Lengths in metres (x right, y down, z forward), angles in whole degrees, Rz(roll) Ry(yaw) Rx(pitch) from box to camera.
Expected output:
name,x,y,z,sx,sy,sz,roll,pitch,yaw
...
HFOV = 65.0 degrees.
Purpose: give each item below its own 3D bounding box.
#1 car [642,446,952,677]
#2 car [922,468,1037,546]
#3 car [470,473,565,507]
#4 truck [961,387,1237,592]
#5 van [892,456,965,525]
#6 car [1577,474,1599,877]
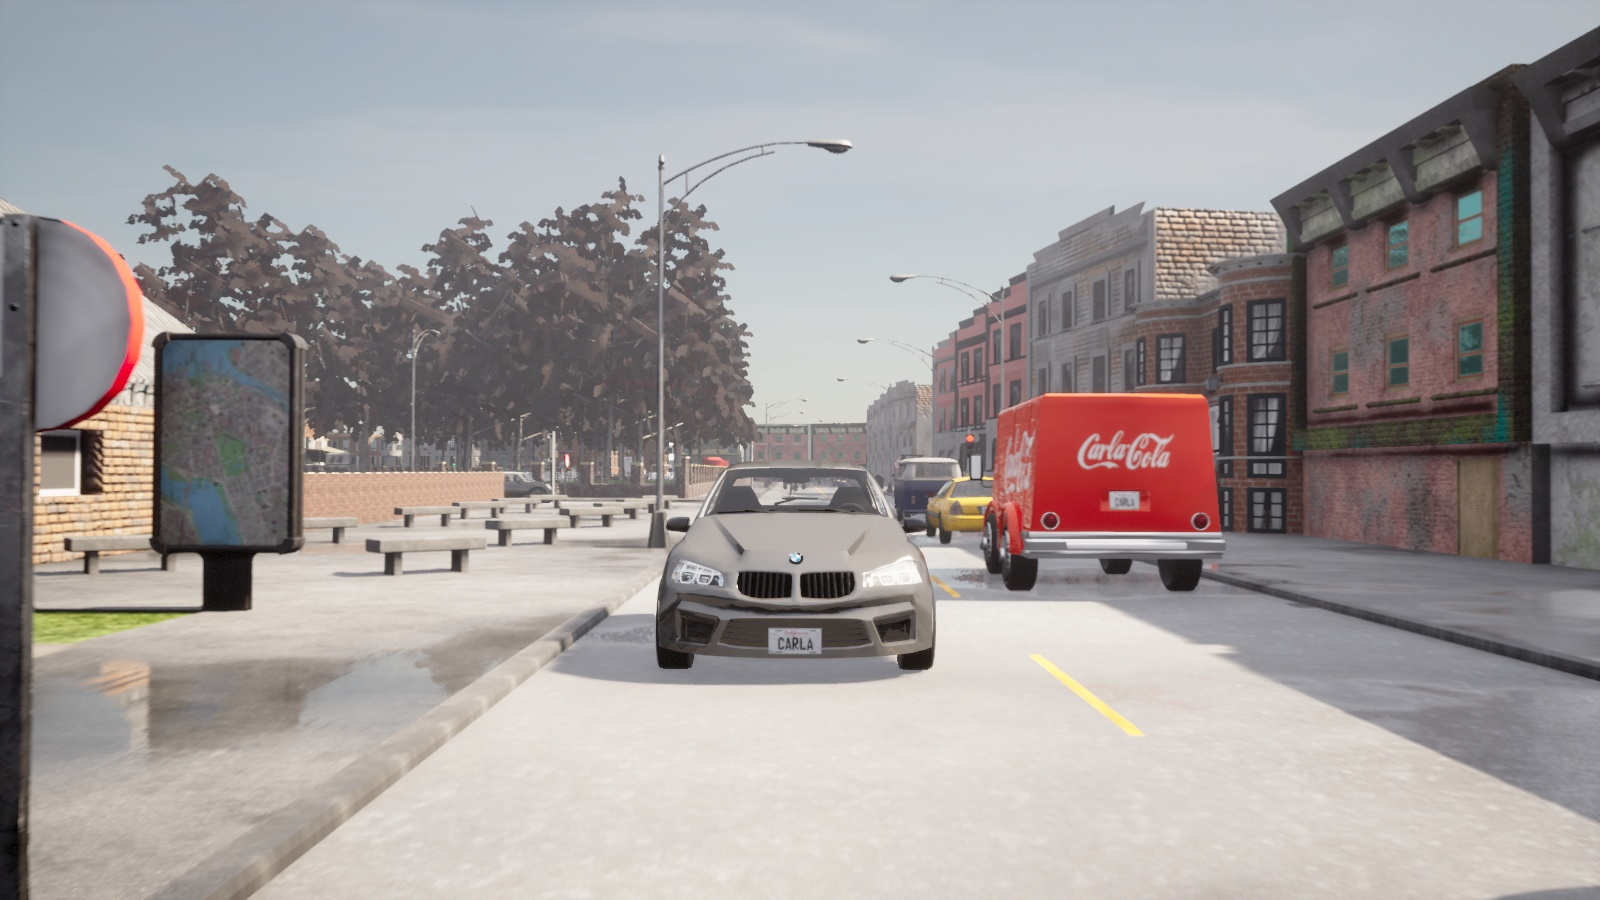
name,x,y,z,sx,sy,sz,roll,pitch,yaw
car,-0.029,0.850,11.432,2.242,1.667,4.611,0,-1,0
car,3.929,1.212,28.343,1.801,1.575,5.366,0,-1,0
car,-12.622,1.772,56.213,3.806,1.475,1.970,0,-1,1
truck,3.954,0.588,17.809,2.627,2.467,5.204,0,-3,0
van,3.887,1.198,38.603,1.775,1.987,4.442,0,-1,0
car,3.994,0.817,2.404,1.882,1.535,5.008,0,-1,0
